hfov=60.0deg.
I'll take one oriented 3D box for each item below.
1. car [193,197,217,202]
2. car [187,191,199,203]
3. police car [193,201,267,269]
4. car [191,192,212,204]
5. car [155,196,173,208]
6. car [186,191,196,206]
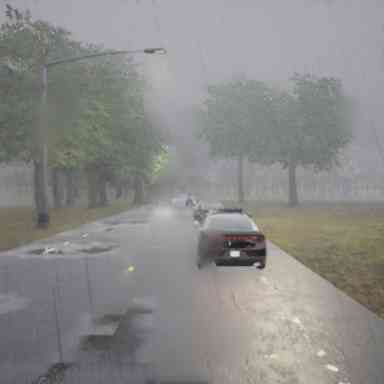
[{"bbox_3d":[1.134,1.320,20.821,1.837,1.490,4.892,0,0,0],"label":"car"},{"bbox_3d":[0.253,0.919,62.266,2.150,2.045,5.566,0,0,0],"label":"car"},{"bbox_3d":[1.094,1.326,10.929,1.930,1.638,5.238,0,1,0],"label":"police car"},{"bbox_3d":[1.157,1.121,26.792,2.097,1.767,4.553,0,0,0],"label":"car"},{"bbox_3d":[-3.424,1.197,41.006,2.128,1.511,4.902,0,0,0],"label":"car"},{"bbox_3d":[0.221,1.051,46.652,2.097,1.767,4.553,0,0,1],"label":"car"}]
